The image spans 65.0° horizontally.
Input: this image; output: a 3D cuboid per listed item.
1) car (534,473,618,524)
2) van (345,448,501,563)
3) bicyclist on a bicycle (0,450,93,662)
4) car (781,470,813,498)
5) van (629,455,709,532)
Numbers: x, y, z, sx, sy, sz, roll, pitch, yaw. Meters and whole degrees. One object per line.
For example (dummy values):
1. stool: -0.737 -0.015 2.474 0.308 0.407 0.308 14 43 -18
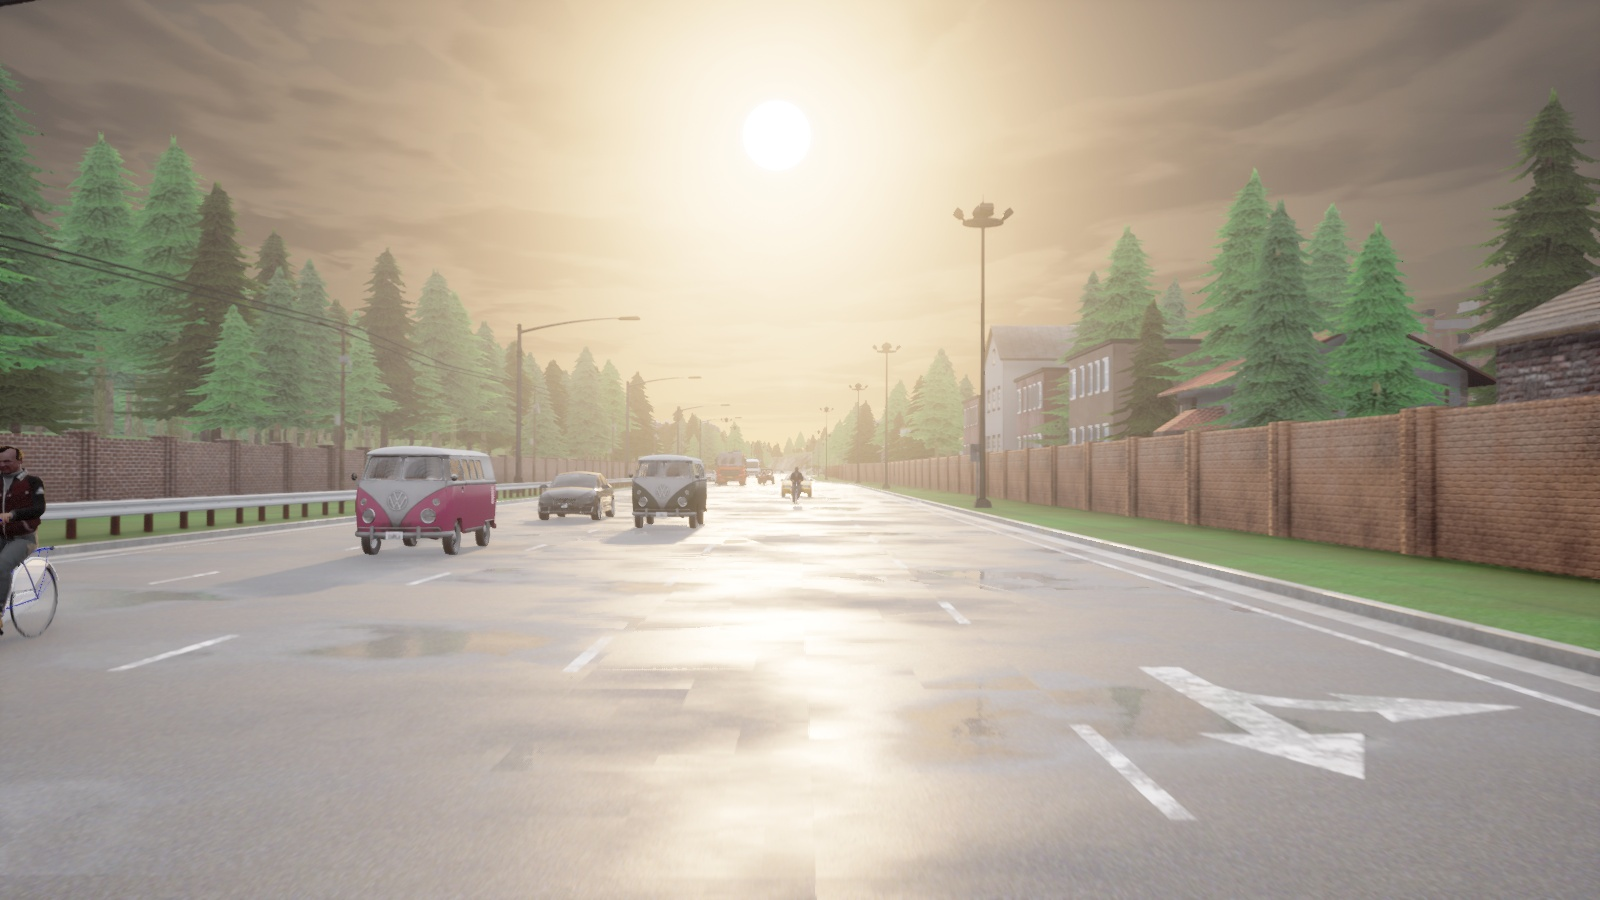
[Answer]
1. car: -7.100 1.522 40.349 1.837 1.490 4.892 0 -1 0
2. van: -7.084 0.999 24.080 1.775 1.987 4.442 0 -1 -2
3. bicyclist on a bicycle: -7.028 0.897 10.973 0.659 1.776 1.843 0 -1 0
4. car: -0.185 2.001 74.512 1.801 1.575 5.366 0 -1 0
5. van: -3.588 1.167 34.964 1.775 1.987 4.442 0 -1 0
